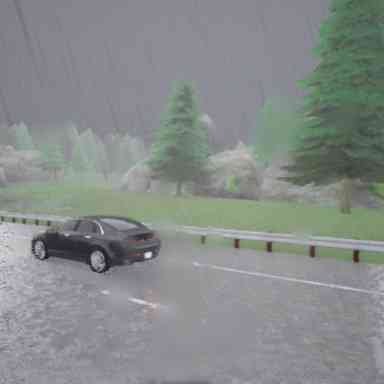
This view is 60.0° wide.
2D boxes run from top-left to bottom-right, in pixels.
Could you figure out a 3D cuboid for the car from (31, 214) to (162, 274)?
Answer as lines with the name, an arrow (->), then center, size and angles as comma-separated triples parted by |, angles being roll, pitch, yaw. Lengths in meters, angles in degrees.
car -> -3.172, 1.482, 10.562 | 4.892, 1.490, 1.837 | 0, 0, 36
